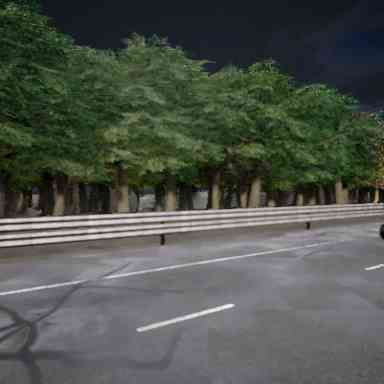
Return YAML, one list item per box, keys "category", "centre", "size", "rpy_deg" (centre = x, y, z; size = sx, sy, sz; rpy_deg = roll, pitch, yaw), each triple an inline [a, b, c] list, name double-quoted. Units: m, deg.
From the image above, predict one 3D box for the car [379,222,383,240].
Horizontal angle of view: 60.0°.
- category: "car"
  centre: [10.690, 1.553, 15.676]
  size: [4.181, 1.385, 1.994]
  rpy_deg: [0, 0, -36]
